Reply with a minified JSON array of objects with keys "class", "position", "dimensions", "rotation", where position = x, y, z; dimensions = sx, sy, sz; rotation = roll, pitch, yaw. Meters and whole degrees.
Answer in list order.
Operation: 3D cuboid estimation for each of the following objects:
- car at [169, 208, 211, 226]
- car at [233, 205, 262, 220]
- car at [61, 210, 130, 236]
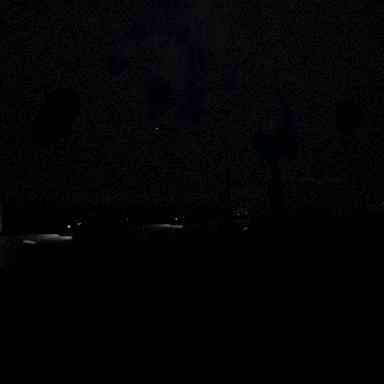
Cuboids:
[{"class":"car","position":[-0.098,2.067,28.657],"dimensions":[1.994,1.385,4.181],"rotation":[1,-1,36]},{"class":"car","position":[6.378,2.299,37.782],"dimensions":[1.837,1.490,4.892],"rotation":[1,-1,36]},{"class":"car","position":[-5.851,1.835,20.558],"dimensions":[1.994,1.385,4.181],"rotation":[1,0,36]}]
